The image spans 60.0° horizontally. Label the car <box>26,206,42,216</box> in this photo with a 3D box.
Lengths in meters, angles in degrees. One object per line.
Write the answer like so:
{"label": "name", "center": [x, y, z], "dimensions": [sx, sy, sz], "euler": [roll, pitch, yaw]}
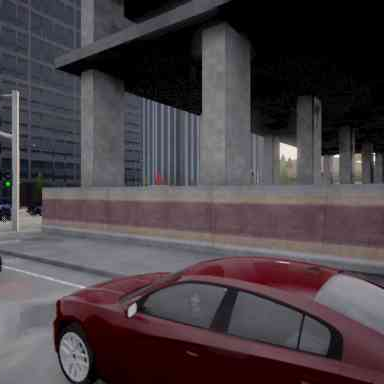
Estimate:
{"label": "car", "center": [-14.062, 1.679, 33.500], "dimensions": [1.895, 1.301, 4.718], "euler": [0, 0, 36]}

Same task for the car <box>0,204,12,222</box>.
{"label": "car", "center": [-15.951, 1.300, 24.503], "dimensions": [2.150, 2.045, 5.566], "euler": [0, 0, 36]}

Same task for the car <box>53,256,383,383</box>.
{"label": "car", "center": [0.483, 1.479, 3.646], "dimensions": [5.008, 1.535, 1.882], "euler": [0, 0, 35]}

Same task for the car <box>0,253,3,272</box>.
{"label": "car", "center": [-6.864, 1.572, 8.833], "dimensions": [4.181, 1.385, 1.994], "euler": [0, 0, 36]}
